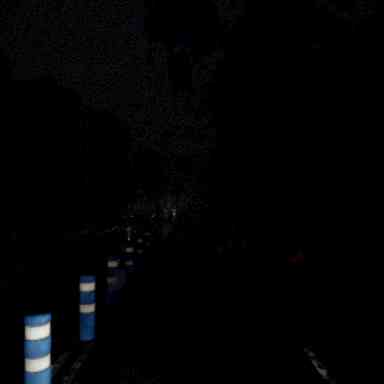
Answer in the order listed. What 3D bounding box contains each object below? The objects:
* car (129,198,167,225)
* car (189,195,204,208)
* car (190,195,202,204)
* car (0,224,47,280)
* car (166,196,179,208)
[{"bbox_3d":[-3.167,1.422,23.573,1.882,1.535,5.008,0,1,1],"label":"car"},{"bbox_3d":[0.623,1.402,44.347,2.033,1.411,5.357,0,0,2],"label":"car"},{"bbox_3d":[0.752,1.302,58.582,2.033,1.411,5.357,-2,1,1],"label":"car"},{"bbox_3d":[-5.989,1.493,7.874,2.128,1.511,4.902,0,0,35],"label":"car"},{"bbox_3d":[-2.783,1.347,44.416,2.128,1.511,4.902,0,0,1],"label":"car"}]
